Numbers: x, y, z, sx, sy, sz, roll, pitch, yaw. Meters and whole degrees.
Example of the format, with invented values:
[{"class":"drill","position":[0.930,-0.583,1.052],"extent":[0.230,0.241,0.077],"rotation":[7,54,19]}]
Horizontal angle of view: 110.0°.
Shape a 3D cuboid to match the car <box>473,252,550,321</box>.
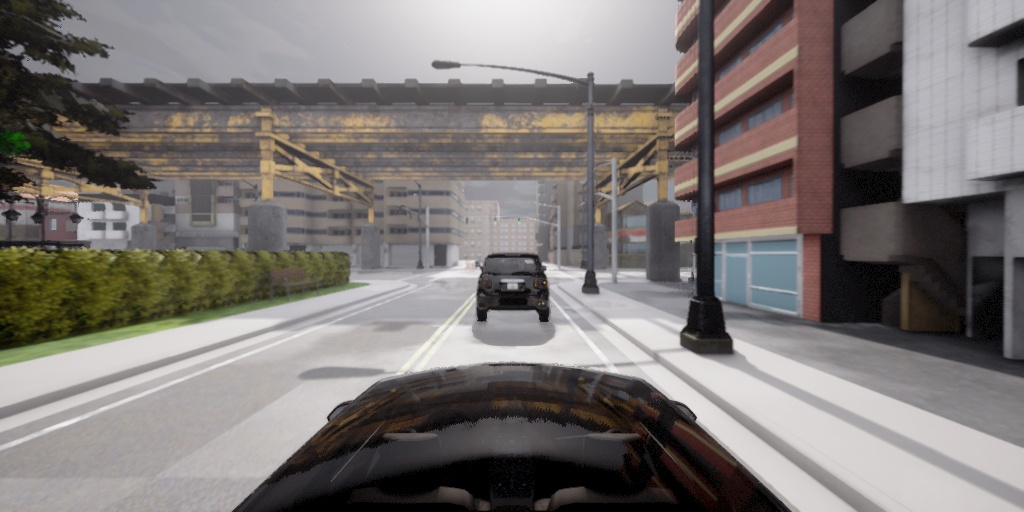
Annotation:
[{"class":"car","position":[0.055,0.903,12.309],"extent":[2.150,2.045,5.566],"rotation":[0,0,1]}]
